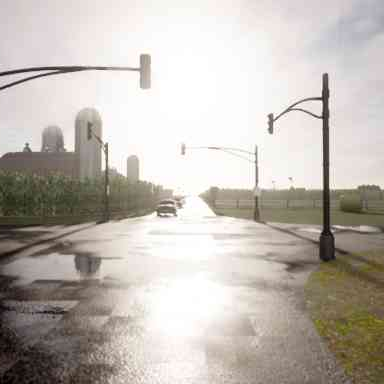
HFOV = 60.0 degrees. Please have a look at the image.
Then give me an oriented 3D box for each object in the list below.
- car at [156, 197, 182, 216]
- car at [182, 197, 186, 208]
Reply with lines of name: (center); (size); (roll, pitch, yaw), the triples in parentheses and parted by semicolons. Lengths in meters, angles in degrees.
car: (-2.365, 1.528, 32.894); (1.837, 1.490, 4.892); (0, 0, 2)
car: (-2.238, 1.539, 47.219); (1.837, 1.490, 4.892); (0, 2, 1)
